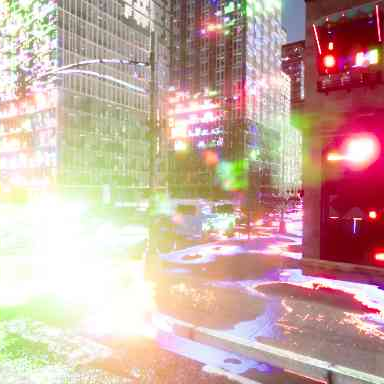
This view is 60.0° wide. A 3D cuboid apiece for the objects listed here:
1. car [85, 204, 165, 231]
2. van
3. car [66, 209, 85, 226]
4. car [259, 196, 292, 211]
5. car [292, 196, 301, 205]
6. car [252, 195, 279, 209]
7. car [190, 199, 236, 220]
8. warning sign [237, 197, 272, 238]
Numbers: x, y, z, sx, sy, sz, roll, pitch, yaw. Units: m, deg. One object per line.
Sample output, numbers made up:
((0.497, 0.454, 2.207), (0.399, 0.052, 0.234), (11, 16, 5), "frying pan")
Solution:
((-3.867, 1.540, 20.522), (1.895, 1.301, 4.718), (1, 1, 35), "car")
((0.764, 1.368, 17.034), (1.690, 1.788, 3.998), (1, 1, 35), "van")
((-6.084, 1.467, 21.871), (1.947, 1.339, 4.313), (1, 1, 35), "car")
((9.968, 1.376, 40.072), (1.882, 1.535, 5.008), (1, 2, 35), "car")
((16.161, 1.364, 53.365), (1.752, 1.417, 4.829), (1, 1, 35), "car")
((9.875, 1.294, 44.465), (1.967, 1.590, 4.097), (1, 1, 35), "car")
((1.899, 1.447, 28.682), (1.812, 1.442, 4.674), (1, 1, 35), "car")
((3.048, 1.177, 16.147), (1.300, 1.860, 1.060), (1, 1, 35), "warning sign")
